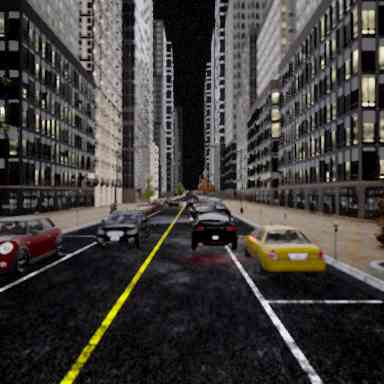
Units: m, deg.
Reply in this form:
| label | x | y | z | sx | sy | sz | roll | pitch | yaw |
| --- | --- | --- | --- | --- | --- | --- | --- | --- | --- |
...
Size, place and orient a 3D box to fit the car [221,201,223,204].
| label | x | y | z | sx | sy | sz | roll | pitch | yaw |
| --- | --- | --- | --- | --- | --- | --- | --- | --- | --- |
| car | 2.683 | 1.840 | 33.340 | 1.947 | 1.339 | 4.313 | 0 | 0 | 0 |

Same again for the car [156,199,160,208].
| label | x | y | z | sx | sy | sz | roll | pitch | yaw |
| --- | --- | --- | --- | --- | --- | --- | --- | --- | --- |
| car | -5.698 | 1.948 | 44.738 | 1.802 | 1.307 | 4.206 | 0 | 0 | 0 |

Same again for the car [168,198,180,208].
| label | x | y | z | sx | sy | sz | roll | pitch | yaw |
| --- | --- | --- | --- | --- | --- | --- | --- | --- | --- |
| car | -3.064 | 2.065 | 57.030 | 1.895 | 1.301 | 4.718 | 0 | 0 | 0 |

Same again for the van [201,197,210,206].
| label | x | y | z | sx | sy | sz | roll | pitch | yaw |
| --- | --- | --- | --- | --- | --- | --- | --- | --- | --- |
| van | 2.680 | 1.887 | 67.494 | 1.690 | 1.788 | 3.998 | 0 | 0 | 0 |

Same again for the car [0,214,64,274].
| label | x | y | z | sx | sy | sz | roll | pitch | yaw |
| --- | --- | --- | --- | --- | --- | --- | --- | --- | --- |
| car | -5.696 | 1.529 | 10.589 | 1.967 | 1.590 | 4.097 | 0 | 0 | 0 |

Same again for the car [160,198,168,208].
| label | x | y | z | sx | sy | sz | roll | pitch | yaw |
| --- | --- | --- | --- | --- | --- | --- | --- | --- | --- |
| car | -5.700 | 1.897 | 56.123 | 1.967 | 1.590 | 4.097 | 0 | 0 | 0 |

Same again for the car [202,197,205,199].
| label | x | y | z | sx | sy | sz | roll | pitch | yaw |
| --- | --- | --- | --- | --- | --- | --- | --- | --- | --- |
| car | 2.682 | 1.806 | 44.726 | 1.967 | 1.590 | 4.097 | 0 | 0 | 0 |

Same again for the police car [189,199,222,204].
| label | x | y | z | sx | sy | sz | roll | pitch | yaw |
| --- | --- | --- | --- | --- | --- | --- | --- | --- | --- |
| police car | 0.897 | 1.634 | 25.262 | 1.930 | 1.638 | 5.238 | 0 | 0 | 0 |

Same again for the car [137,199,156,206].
| label | x | y | z | sx | sy | sz | roll | pitch | yaw |
| --- | --- | --- | --- | --- | --- | --- | --- | --- | --- |
| car | -5.698 | 1.845 | 38.876 | 1.752 | 1.417 | 4.829 | 0 | 0 | 0 |

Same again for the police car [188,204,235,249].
| label | x | y | z | sx | sy | sz | roll | pitch | yaw |
| --- | --- | --- | --- | --- | --- | --- | --- | --- | --- |
| police car | 0.898 | 1.553 | 15.262 | 1.930 | 1.638 | 5.238 | 0 | 0 | 0 |

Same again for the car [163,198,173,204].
| label | x | y | z | sx | sy | sz | roll | pitch | yaw |
| --- | --- | --- | --- | --- | --- | --- | --- | --- | --- |
| car | -5.701 | 2.200 | 78.888 | 1.947 | 1.339 | 4.313 | 0 | 0 | 0 |

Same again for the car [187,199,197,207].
| label | x | y | z | sx | sy | sz | roll | pitch | yaw |
| --- | --- | --- | --- | --- | --- | --- | --- | --- | --- |
| car | -0.006 | 2.095 | 66.291 | 2.033 | 1.411 | 5.357 | 0 | 0 | 0 |

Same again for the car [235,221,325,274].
| label | x | y | z | sx | sy | sz | roll | pitch | yaw |
| --- | --- | --- | --- | --- | --- | --- | --- | --- | --- |
| car | 2.685 | 1.616 | 10.743 | 1.752 | 1.417 | 4.829 | 0 | 0 | 0 |

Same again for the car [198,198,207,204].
| label | x | y | z | sx | sy | sz | roll | pitch | yaw |
| --- | --- | --- | --- | --- | --- | --- | --- | --- | --- |
| car | 2.679 | 2.228 | 84.569 | 2.008 | 1.369 | 4.403 | 0 | 0 | 0 |

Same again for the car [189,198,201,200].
| label | x | y | z | sx | sy | sz | roll | pitch | yaw |
| --- | --- | --- | --- | --- | --- | --- | --- | --- | --- |
| car | -0.005 | 1.945 | 51.291 | 1.812 | 1.442 | 4.674 | 0 | 0 | 0 |

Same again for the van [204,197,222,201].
| label | x | y | z | sx | sy | sz | roll | pitch | yaw |
| --- | --- | --- | --- | --- | --- | --- | --- | --- | --- |
| van | 2.681 | 1.662 | 39.033 | 1.690 | 1.788 | 3.998 | 0 | 0 | 0 |

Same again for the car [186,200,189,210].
| label | x | y | z | sx | sy | sz | roll | pitch | yaw |
| --- | --- | --- | --- | --- | --- | --- | --- | --- | --- |
| car | 0.691 | 1.763 | 31.214 | 1.837 | 1.490 | 4.892 | 0 | -1 | 4 |

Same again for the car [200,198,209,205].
| label | x | y | z | sx | sy | sz | roll | pitch | yaw |
| --- | --- | --- | --- | --- | --- | --- | --- | --- | --- |
| car | 2.680 | 2.135 | 73.184 | 1.887 | 1.381 | 4.507 | 0 | 0 | 0 |

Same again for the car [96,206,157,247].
| label | x | y | z | sx | sy | sz | roll | pitch | yaw |
| --- | --- | --- | --- | --- | --- | --- | --- | --- | --- |
| car | -3.102 | 1.623 | 15.830 | 2.128 | 1.511 | 4.902 | 0 | 0 | 0 |
